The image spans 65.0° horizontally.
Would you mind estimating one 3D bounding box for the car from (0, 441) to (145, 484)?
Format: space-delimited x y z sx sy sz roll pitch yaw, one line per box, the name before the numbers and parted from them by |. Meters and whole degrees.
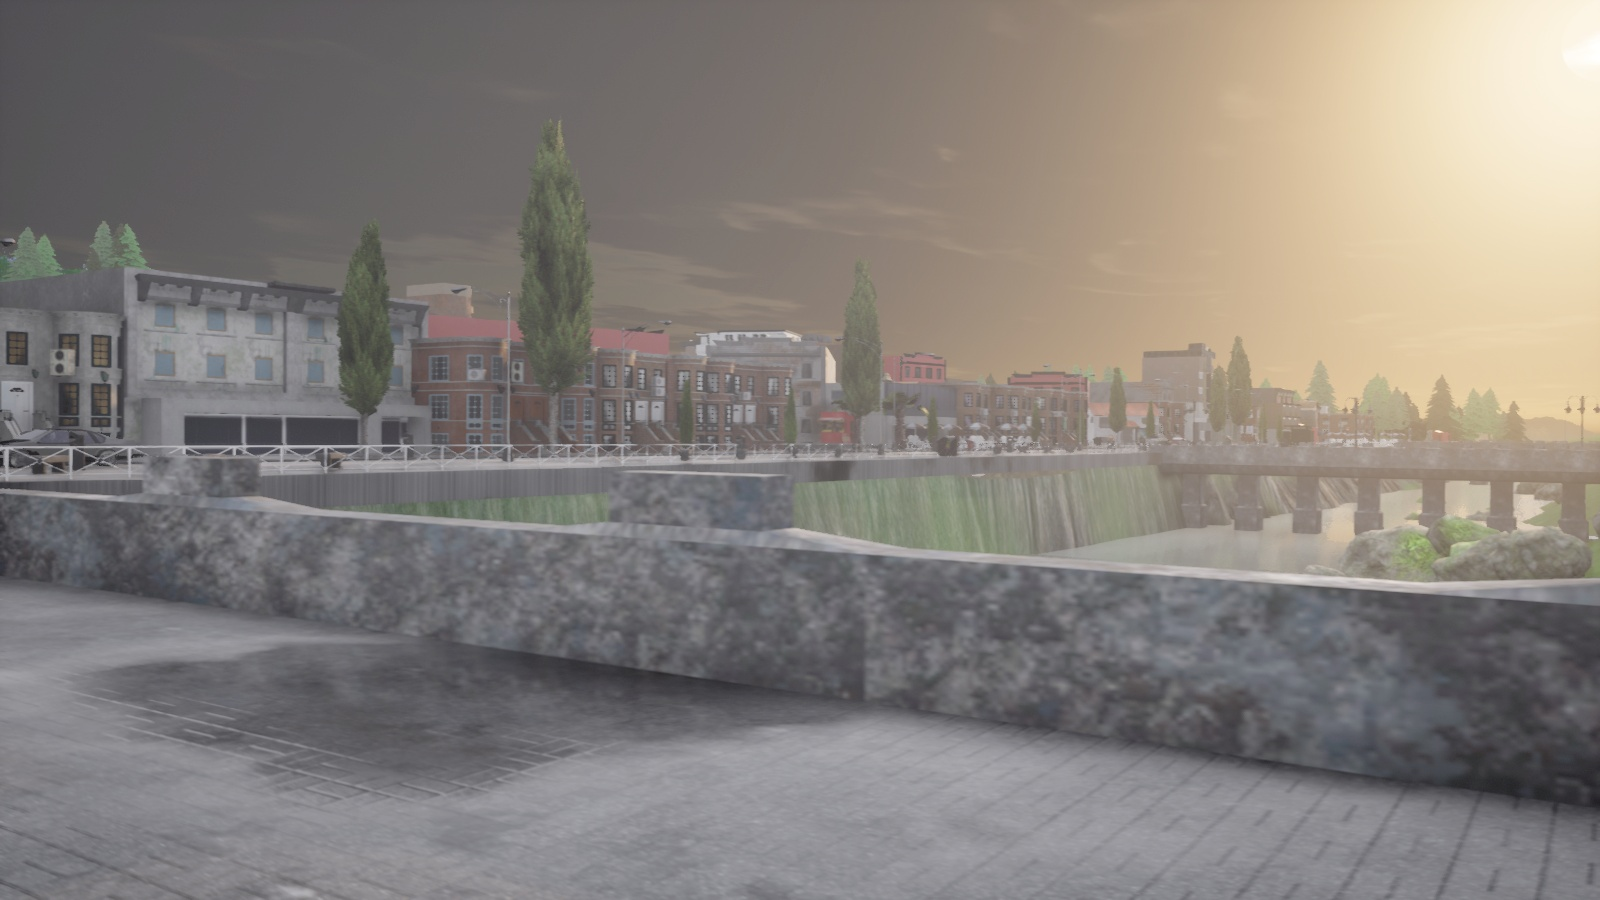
car | -26.669 0.407 44.983 2.033 1.411 5.357 0 1 34
